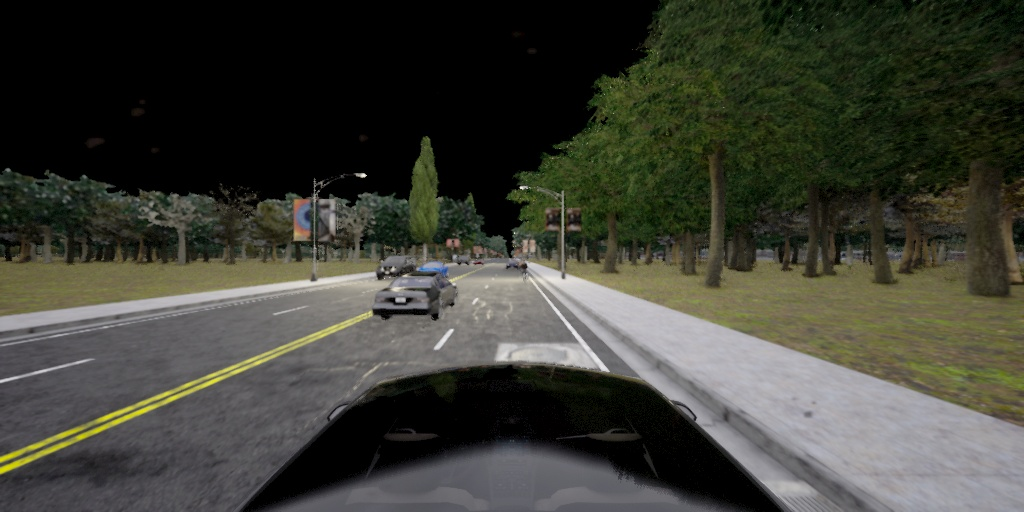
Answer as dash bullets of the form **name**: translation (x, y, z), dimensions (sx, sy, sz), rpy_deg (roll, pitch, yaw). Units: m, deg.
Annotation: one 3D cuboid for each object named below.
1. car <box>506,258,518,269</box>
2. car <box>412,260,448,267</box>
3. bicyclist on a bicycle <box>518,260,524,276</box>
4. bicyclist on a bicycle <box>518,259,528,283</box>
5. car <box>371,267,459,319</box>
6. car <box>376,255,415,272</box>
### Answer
- **car**: translation (0.048, 1.341, 55.184), dimensions (1.895, 1.301, 4.718), rpy_deg (0, 0, 0)
- **car**: translation (-6.597, 1.222, 30.361), dimensions (1.882, 1.535, 5.008), rpy_deg (0, 0, 0)
- **bicyclist on a bicycle**: translation (0.890, 1.196, 36.362), dimensions (0.582, 1.620, 1.656), rpy_deg (0, 0, 0)
- **bicyclist on a bicycle**: translation (0.892, 1.116, 26.437), dimensions (0.659, 1.776, 1.843), rpy_deg (0, 0, 0)
- **car**: translation (-3.150, 1.295, 12.652), dimensions (2.033, 1.411, 5.357), rpy_deg (0, 0, 0)
- **car**: translation (-9.849, 0.964, 31.074), dimensions (2.150, 2.045, 5.566), rpy_deg (0, 0, 0)
